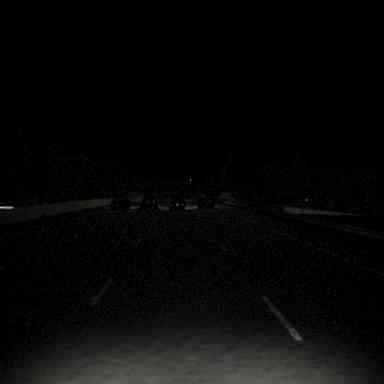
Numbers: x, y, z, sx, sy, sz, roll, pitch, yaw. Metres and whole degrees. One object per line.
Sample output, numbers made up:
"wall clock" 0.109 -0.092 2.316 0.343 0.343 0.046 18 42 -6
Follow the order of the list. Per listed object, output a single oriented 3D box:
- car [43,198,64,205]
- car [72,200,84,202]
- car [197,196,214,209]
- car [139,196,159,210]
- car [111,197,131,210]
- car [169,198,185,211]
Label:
"car" -23.772 1.690 58.450 1.882 1.535 5.008 -1 0 -2
"car" -20.290 1.728 58.790 1.994 1.385 4.181 -1 -1 -2
"car" 1.670 1.275 41.498 1.882 1.535 5.008 -1 0 -2
"car" -5.344 1.247 41.650 2.097 1.767 4.553 -1 0 -3
"car" -8.843 1.421 41.591 1.882 1.535 5.008 -1 0 -2
"car" -1.672 1.402 37.773 2.033 1.411 5.357 -1 0 -2
